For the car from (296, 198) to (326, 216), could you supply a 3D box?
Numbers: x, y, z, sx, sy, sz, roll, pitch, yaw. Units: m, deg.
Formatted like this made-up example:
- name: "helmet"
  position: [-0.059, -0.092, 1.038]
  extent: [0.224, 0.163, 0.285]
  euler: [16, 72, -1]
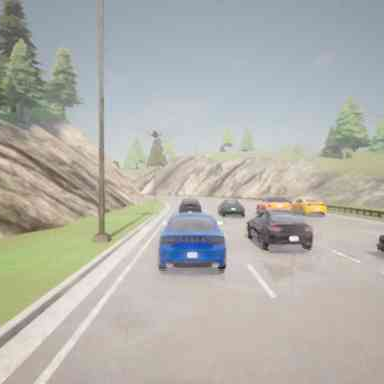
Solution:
- name: "car"
  position: [10.345, 1.247, 29.977]
  extent: [1.882, 1.535, 5.008]
  euler: [0, 0, 0]

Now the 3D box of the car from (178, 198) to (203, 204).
- name: "car"
  position: [-0.146, 1.287, 28.620]
  extent: [1.837, 1.490, 4.892]
  euler: [0, 0, 0]

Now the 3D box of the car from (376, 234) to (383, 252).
- name: "car"
  position: [7.010, 1.480, 8.520]
  extent: [2.033, 1.411, 5.357]
  euler: [0, 0, 0]

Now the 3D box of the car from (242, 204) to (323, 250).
- name: "car"
  position: [3.477, 1.420, 13.693]
  extent: [1.812, 1.442, 4.674]
  euler: [0, 0, -1]

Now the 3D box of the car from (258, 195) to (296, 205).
- name: "car"
  position: [6.856, 1.137, 28.111]
  extent: [2.097, 1.767, 4.553]
  euler: [0, 0, 0]

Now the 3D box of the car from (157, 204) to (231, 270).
- name: "car"
  position: [0.000, 1.395, 10.792]
  extent: [1.882, 1.535, 5.008]
  euler: [0, 1, 0]

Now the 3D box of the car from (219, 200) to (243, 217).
- name: "car"
  position: [3.351, 1.344, 28.882]
  extent: [1.994, 1.385, 4.181]
  euler: [0, 0, 0]
